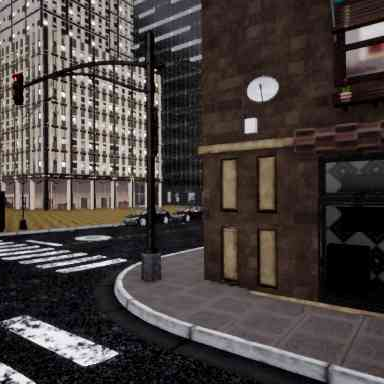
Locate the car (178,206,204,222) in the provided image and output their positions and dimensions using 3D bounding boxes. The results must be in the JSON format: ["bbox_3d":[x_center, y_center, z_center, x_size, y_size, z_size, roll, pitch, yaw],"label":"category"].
[{"bbox_3d":[-0.243,1.975,30.451,2.008,1.369,4.403,-2,-2,35],"label":"car"}]

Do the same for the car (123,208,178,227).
[{"bbox_3d":[-3.451,1.894,25.898,2.008,1.369,4.403,-2,-2,35],"label":"car"}]
